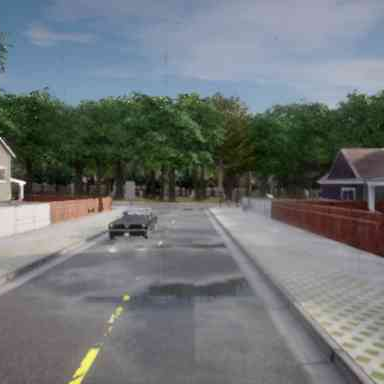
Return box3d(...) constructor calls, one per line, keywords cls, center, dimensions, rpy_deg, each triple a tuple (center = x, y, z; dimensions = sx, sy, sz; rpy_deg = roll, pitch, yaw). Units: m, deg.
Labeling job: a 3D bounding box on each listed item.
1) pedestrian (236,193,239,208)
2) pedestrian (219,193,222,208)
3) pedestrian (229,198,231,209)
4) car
box3d(cls="pedestrian", center=(5.510, 1.035, 40.330), dimensions=(0.375, 1.860, 0.375), rpy_deg=(-1, 2, 0))
box3d(cls="pedestrian", center=(3.510, 1.044, 40.930), dimensions=(0.375, 1.860, 0.375), rpy_deg=(-1, 2, 0))
box3d(cls="pedestrian", center=(4.511, 1.316, 39.737), dimensions=(0.375, 1.300, 0.375), rpy_deg=(-1, 2, 0))
box3d(cls="car", center=(-2.848, 1.559, 16.798), dimensions=(1.895, 1.301, 4.718), rpy_deg=(0, 0, 0))
